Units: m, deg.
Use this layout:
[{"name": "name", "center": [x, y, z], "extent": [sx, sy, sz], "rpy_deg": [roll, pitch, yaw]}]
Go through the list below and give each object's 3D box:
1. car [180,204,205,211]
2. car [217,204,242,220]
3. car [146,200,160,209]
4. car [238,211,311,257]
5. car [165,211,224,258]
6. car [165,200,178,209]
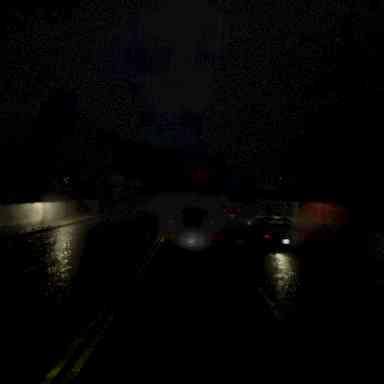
[{"name": "car", "center": [0.021, 1.792, 28.500], "extent": [1.837, 1.490, 4.892], "rpy_deg": [0, 0, 0]}, {"name": "car", "center": [3.271, 1.778, 28.513], "extent": [2.128, 1.511, 4.902], "rpy_deg": [0, 0, 0]}, {"name": "car", "center": [-6.521, 2.125, 56.555], "extent": [1.994, 1.385, 4.181], "rpy_deg": [0, -1, 0]}, {"name": "car", "center": [3.272, 1.699, 13.519], "extent": [1.994, 1.385, 4.181], "rpy_deg": [0, 0, 0]}, {"name": "car", "center": [0.019, 1.699, 13.447], "extent": [1.994, 1.385, 4.181], "rpy_deg": [0, 0, 1]}, {"name": "car", "center": [-3.271, 2.082, 56.164], "extent": [1.812, 1.442, 4.674], "rpy_deg": [0, -1, 0]}]
